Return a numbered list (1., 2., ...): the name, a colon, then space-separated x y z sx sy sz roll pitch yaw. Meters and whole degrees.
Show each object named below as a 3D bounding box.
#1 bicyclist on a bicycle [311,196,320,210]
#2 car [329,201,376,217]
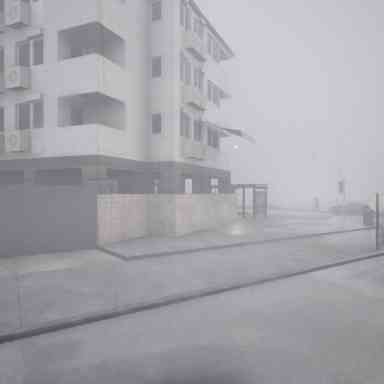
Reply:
1. bicyclist on a bicycle: 14.709 1.349 39.571 1.656 1.620 0.582 0 0 -35
2. car: 15.243 1.564 31.466 1.994 1.385 4.181 0 0 -35
